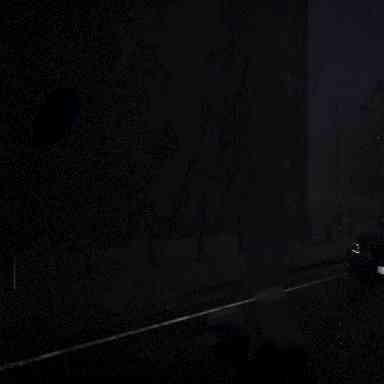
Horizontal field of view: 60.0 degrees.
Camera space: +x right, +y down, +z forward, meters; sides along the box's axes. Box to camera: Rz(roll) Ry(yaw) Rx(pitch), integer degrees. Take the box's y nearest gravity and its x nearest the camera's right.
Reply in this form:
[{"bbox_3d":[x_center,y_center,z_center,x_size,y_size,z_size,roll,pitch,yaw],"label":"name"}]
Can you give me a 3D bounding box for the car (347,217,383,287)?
[{"bbox_3d":[6.204,1.221,8.114,5.566,2.045,2.150,0,0,-32],"label":"car"}]
